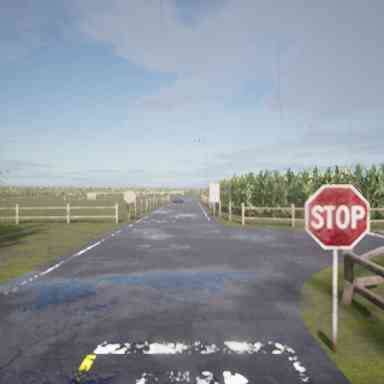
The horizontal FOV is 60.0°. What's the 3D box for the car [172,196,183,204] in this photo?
[{"bbox_3d":[-2.731,1.562,65.461,1.994,1.385,4.181,0,0,0],"label":"car"}]
